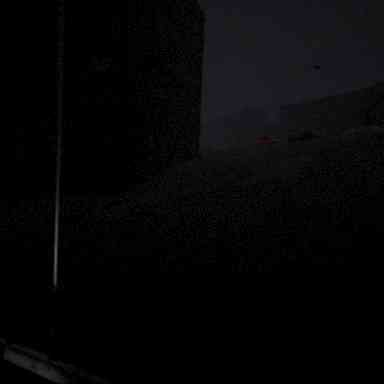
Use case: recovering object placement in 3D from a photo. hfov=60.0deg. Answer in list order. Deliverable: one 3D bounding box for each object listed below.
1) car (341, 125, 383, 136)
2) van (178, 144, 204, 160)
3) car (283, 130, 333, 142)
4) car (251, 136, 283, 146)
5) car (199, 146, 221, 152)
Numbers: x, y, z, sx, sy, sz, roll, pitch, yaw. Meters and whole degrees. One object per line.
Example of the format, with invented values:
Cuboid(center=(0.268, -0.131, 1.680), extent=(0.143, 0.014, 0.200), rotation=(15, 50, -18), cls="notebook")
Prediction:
Cuboid(center=(14.587, -4.779, 27.389), extent=(2.002, 1.452, 4.674), rotation=(1, 2, -32), cls="car")
Cuboid(center=(-0.171, -6.086, 50.691), extent=(1.878, 1.987, 4.442), rotation=(1, 1, -32), cls="van")
Cuboid(center=(11.557, -5.167, 32.177), extent=(2.185, 1.767, 4.553), rotation=(1, 2, -32), cls="car")
Cuboid(center=(8.605, -5.379, 36.837), extent=(2.185, 1.767, 4.553), rotation=(1, 2, -32), cls="car")
Cuboid(center=(2.708, -5.665, 46.139), extent=(2.231, 1.521, 4.892), rotation=(1, 2, -32), cls="car")
